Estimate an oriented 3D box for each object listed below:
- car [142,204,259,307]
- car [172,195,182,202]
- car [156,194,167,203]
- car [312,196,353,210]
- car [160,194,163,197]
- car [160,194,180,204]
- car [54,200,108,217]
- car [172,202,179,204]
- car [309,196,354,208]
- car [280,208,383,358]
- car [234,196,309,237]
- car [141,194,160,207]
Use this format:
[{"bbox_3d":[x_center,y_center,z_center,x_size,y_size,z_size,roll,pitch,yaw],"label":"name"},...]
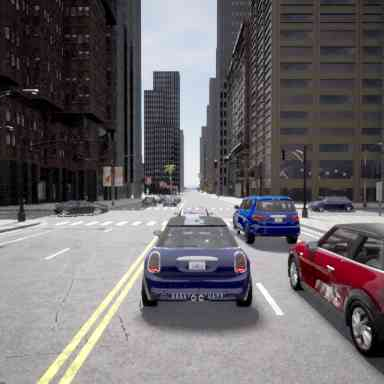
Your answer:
[{"bbox_3d":[0.094,1.348,8.138,2.097,1.767,4.553,0,0,0],"label":"car"},{"bbox_3d":[-3.267,1.496,72.663,2.033,1.411,5.357,0,0,0],"label":"car"},{"bbox_3d":[-6.516,1.312,71.281,2.097,1.767,4.553,0,0,0],"label":"car"},{"bbox_3d":[16.670,1.324,39.636,4.097,1.590,1.967,0,1,0],"label":"car"},{"bbox_3d":[-6.587,1.524,61.309,1.994,1.385,4.181,0,0,0],"label":"car"},{"bbox_3d":[-3.344,1.490,51.331,1.812,1.442,4.674,0,0,2],"label":"car"},{"bbox_3d":[-10.432,1.506,31.508,4.892,1.490,1.837,-2,2,-13],"label":"car"},{"bbox_3d":[0.089,1.480,17.075,2.128,1.511,4.902,0,0,0],"label":"car"},{"bbox_3d":[15.345,1.277,36.934,4.553,1.767,2.097,0,1,-1],"label":"car"},{"bbox_3d":[3.344,1.349,6.180,2.097,1.767,4.553,0,0,0],"label":"car"},{"bbox_3d":[3.349,1.211,15.890,2.150,2.045,5.566,0,0,-2],"label":"car"},{"bbox_3d":[-6.597,1.469,51.389,1.837,1.490,4.892,0,0,2],"label":"car"}]
